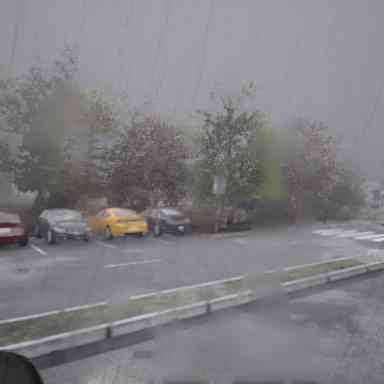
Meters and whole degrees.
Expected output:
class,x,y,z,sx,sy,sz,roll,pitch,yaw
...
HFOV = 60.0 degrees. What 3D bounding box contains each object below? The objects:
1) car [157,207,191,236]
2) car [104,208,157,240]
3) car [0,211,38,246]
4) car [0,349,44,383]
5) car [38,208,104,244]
class,x,y,z,sx,sy,sz,roll,pitch,yaw
car,-1.984,1.665,19.798,2.231,1.521,4.892,1,0,-35
car,-4.230,1.630,18.202,2.097,1.535,5.008,1,-1,-35
car,-8.735,1.585,15.041,2.163,1.488,4.792,1,-1,-35
car,-2.760,1.544,1.470,4.181,1.385,1.994,1,-1,-36
car,-6.480,1.594,16.616,2.231,1.521,4.892,1,-1,-35
